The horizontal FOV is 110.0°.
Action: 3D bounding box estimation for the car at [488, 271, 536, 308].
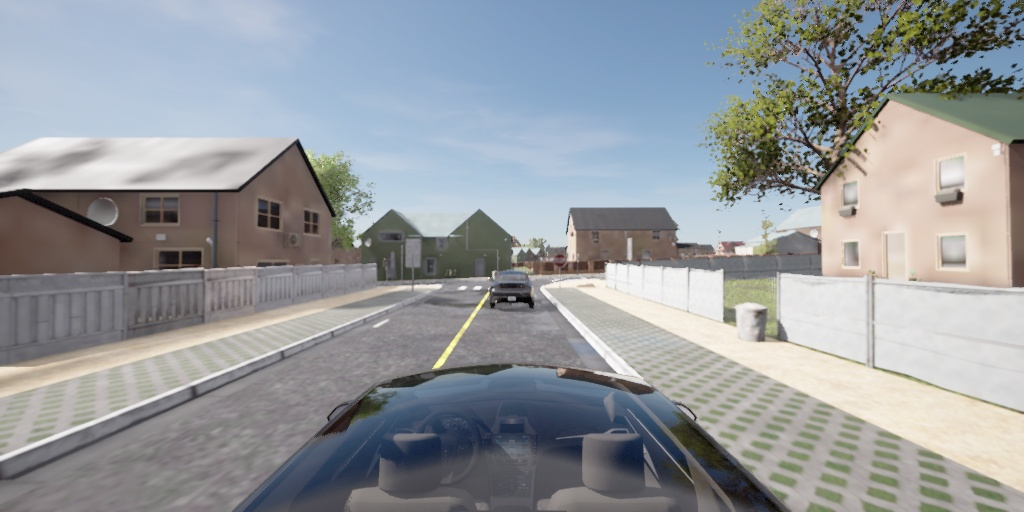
[{"bbox_3d":[0.004,1.397,16.154,1.837,1.490,4.892,0,0,0],"label":"car"}]
